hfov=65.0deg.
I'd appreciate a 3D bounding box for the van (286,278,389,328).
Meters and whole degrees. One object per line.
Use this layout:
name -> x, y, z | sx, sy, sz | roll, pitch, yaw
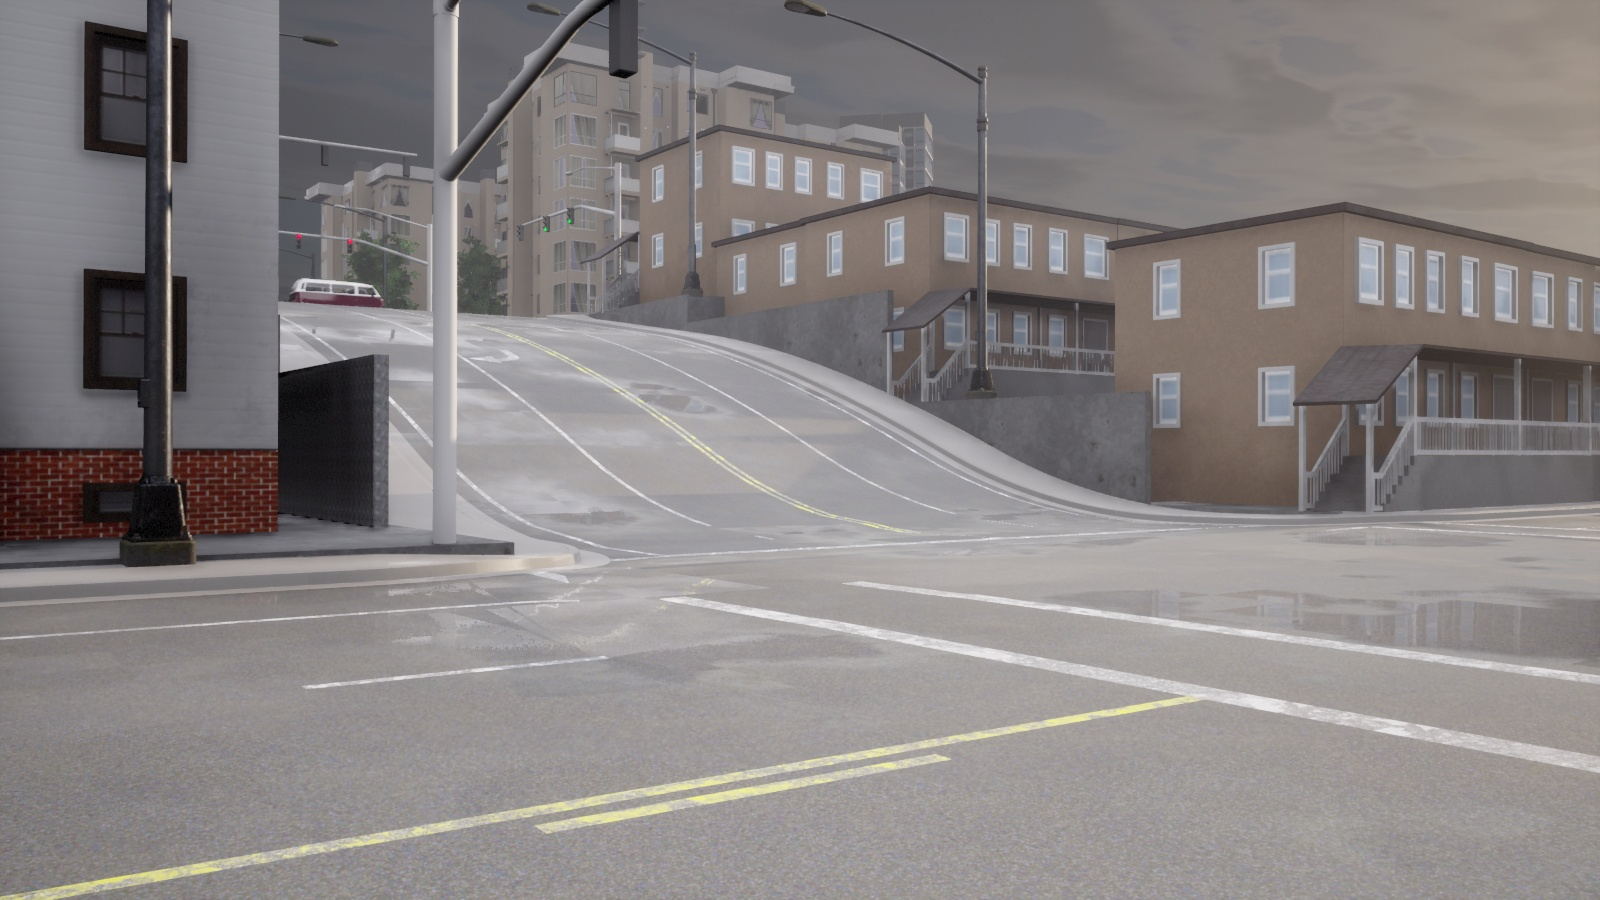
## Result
van -> -23.367, -7.384, 63.461 | 4.480, 2.038, 2.069 | -1, 0, -35
